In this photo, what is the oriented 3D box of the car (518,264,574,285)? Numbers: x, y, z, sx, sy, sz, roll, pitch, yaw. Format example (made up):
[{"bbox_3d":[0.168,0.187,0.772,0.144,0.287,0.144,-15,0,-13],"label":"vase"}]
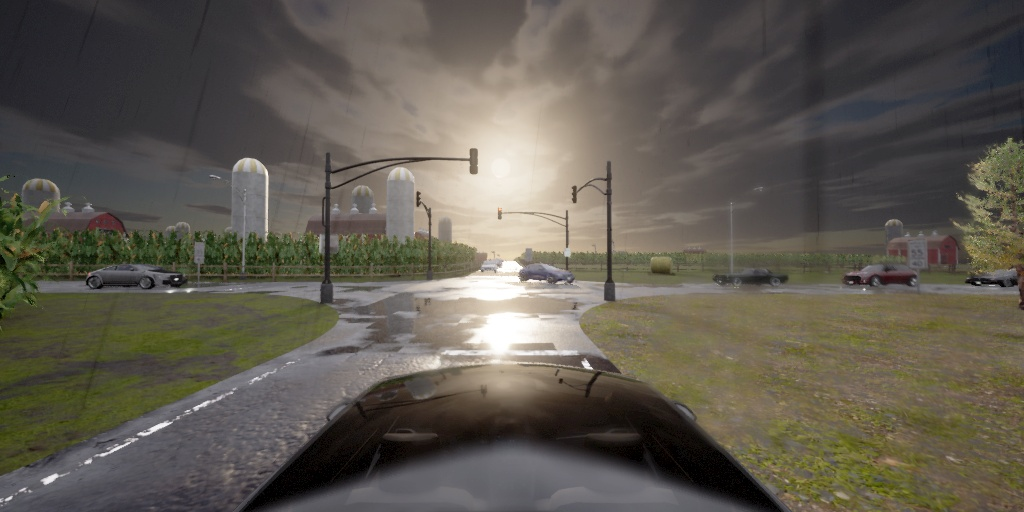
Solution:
[{"bbox_3d":[2.391,1.289,26.460,1.812,1.442,4.674,0,0,-41],"label":"car"}]

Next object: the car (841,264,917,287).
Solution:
[{"bbox_3d":[27.670,1.416,27.058,4.553,1.767,2.097,1,-1,-4],"label":"car"}]

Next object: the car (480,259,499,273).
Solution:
[{"bbox_3d":[-2.814,1.319,43.901,1.812,1.442,4.674,0,0,-1],"label":"car"}]

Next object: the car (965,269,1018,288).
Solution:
[{"bbox_3d":[38.657,1.717,27.876,5.357,1.411,2.033,0,-1,-4],"label":"car"}]

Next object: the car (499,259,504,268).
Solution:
[{"bbox_3d":[-2.867,1.350,62.088,1.812,1.442,4.674,0,0,0],"label":"car"}]

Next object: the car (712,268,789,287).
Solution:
[{"bbox_3d":[17.402,1.569,26.321,4.718,1.301,1.895,1,-1,-4],"label":"car"}]

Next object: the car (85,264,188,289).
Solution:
[{"bbox_3d":[-20.966,1.120,20.158,4.181,1.385,1.994,0,-1,-3],"label":"car"}]
